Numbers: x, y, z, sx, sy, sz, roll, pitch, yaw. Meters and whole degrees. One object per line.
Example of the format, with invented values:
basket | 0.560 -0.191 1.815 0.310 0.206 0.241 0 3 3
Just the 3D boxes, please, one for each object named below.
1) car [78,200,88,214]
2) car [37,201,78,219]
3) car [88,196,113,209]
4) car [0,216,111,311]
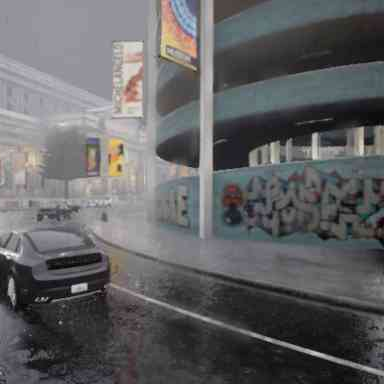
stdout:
car | -14.296 1.792 37.651 2.128 1.511 4.902 0 -1 10
car | -11.663 1.730 28.555 1.837 1.490 4.892 0 -1 -4
car | -15.544 1.689 55.700 2.150 2.045 5.566 0 -1 23
car | -3.723 1.569 8.083 1.837 1.490 4.892 0 0 -41
